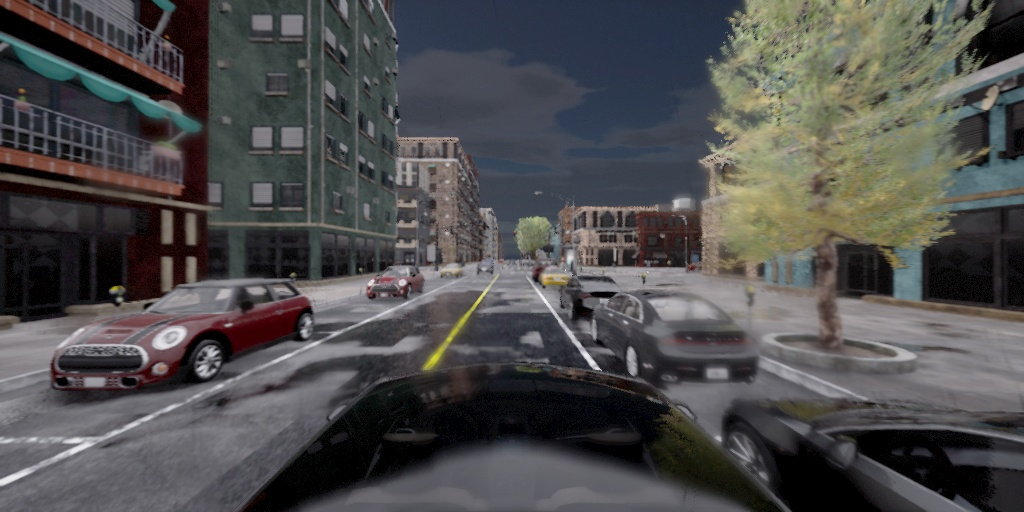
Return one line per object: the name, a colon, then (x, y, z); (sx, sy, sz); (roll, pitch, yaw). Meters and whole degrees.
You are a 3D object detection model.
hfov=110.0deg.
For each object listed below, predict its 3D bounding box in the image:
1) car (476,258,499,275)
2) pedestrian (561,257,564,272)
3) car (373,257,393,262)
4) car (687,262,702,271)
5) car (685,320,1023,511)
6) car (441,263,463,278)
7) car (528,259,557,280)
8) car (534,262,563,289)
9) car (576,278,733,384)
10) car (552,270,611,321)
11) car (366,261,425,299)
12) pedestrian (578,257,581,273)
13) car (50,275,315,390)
car: (-3.010, 1.318, 41.145); (2.128, 1.511, 4.902); (0, 0, 0)
pedestrian: (6.125, 0.967, 43.588); (0.375, 1.860, 0.375); (0, 0, 0)
car: (-17.288, 1.098, 48.807); (5.009, 1.841, 2.192); (0, 0, 0)
car: (26.136, 1.506, 49.073); (4.507, 1.381, 1.888); (0, 0, 0)
car: (2.690, 1.315, 1.345); (1.948, 1.339, 4.313); (0, 0, 0)
car: (-5.699, 1.335, 34.410); (1.751, 1.417, 4.829); (0, 0, 0)
car: (2.684, 1.114, 29.041); (2.192, 1.841, 5.009); (0, 0, 0)
car: (2.685, 1.315, 23.672); (1.751, 1.417, 4.829); (0, 0, 0)
car: (2.689, 1.310, 6.883); (2.007, 1.370, 4.403); (0, 0, 0)
car: (2.687, 1.335, 12.422); (1.948, 1.339, 4.313); (0, 0, 0)
car: (-5.694, 1.219, 17.960); (1.967, 1.591, 4.097); (0, 0, 0)
pedestrian: (8.125, 1.074, 42.989); (0.375, 1.860, 0.375); (0, 0, 0)
car: (-5.692, 1.199, 6.881); (1.967, 1.591, 4.097); (0, 0, 0)
